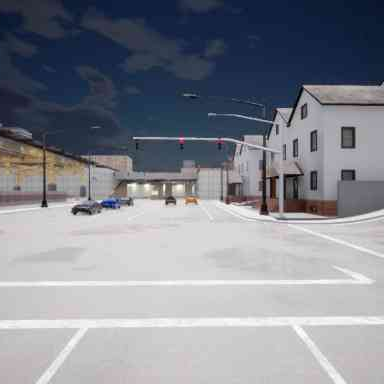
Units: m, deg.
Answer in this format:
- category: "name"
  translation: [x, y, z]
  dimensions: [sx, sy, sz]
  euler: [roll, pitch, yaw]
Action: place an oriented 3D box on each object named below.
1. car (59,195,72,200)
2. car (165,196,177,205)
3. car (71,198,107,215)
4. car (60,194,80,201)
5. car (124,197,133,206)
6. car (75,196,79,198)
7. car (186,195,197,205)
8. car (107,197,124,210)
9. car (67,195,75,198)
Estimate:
- category: "car"
  translation: [-31.967, 1.295, 84.213]
  dimensions: [1.853, 1.218, 4.536]
  euler: [0, 0, -37]
- category: "car"
  translation: [-3.677, 1.505, 58.535]
  dimensions: [1.837, 1.490, 4.892]
  euler: [0, 0, 0]
- category: "car"
  translation: [-10.704, 1.547, 34.298]
  dimensions: [2.033, 1.411, 5.357]
  euler: [0, 0, 0]
- category: "car"
  translation: [-32.742, 1.452, 89.535]
  dimensions: [2.038, 1.542, 4.974]
  euler: [0, 0, 28]
- category: "car"
  translation: [-10.752, 1.526, 54.295]
  dimensions: [1.812, 1.442, 4.674]
  euler: [0, 0, 0]
- category: "car"
  translation: [-32.767, 1.295, 89.490]
  dimensions: [1.853, 1.218, 4.536]
  euler: [0, 0, 28]
- category: "car"
  translation: [-0.082, 1.352, 60.479]
  dimensions: [2.097, 1.767, 4.553]
  euler: [0, 0, 0]
- category: "car"
  translation: [-10.730, 1.478, 44.021]
  dimensions: [1.882, 1.535, 5.008]
  euler: [0, 0, 0]
- category: "car"
  translation: [-31.936, 1.452, 84.171]
  dimensions: [2.038, 1.542, 4.974]
  euler: [0, 0, -37]
